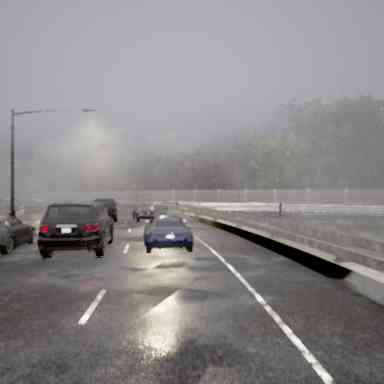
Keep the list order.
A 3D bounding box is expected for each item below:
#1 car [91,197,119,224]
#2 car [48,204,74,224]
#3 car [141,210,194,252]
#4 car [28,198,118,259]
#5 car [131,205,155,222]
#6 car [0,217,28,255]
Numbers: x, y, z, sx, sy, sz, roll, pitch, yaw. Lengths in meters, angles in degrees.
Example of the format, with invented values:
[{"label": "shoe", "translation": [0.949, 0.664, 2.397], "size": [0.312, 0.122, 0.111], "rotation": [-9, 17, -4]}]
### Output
[{"label": "car", "translation": [-7.657, 1.526, 28.924], "size": [2.150, 2.045, 5.566], "rotation": [0, 0, -16]}, {"label": "car", "translation": [-11.433, 1.834, 29.275], "size": [1.812, 1.442, 4.674], "rotation": [0, 0, -17]}, {"label": "car", "translation": [-1.138, 1.717, 14.830], "size": [1.994, 1.385, 4.181], "rotation": [0, 0, -9]}, {"label": "car", "translation": [-4.469, 1.368, 13.515], "size": [2.150, 2.045, 5.566], "rotation": [0, 0, -8]}, {"label": "car", "translation": [-4.263, 1.855, 29.785], "size": [2.033, 1.411, 5.357], "rotation": [0, -1, -16]}, {"label": "car", "translation": [-8.090, 1.716, 13.985], "size": [1.994, 1.385, 4.181], "rotation": [0, 0, -8]}]
